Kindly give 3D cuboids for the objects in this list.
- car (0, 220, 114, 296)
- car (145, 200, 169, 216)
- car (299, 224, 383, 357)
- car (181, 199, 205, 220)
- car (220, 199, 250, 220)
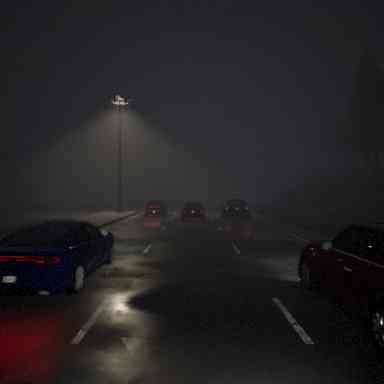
[{"bbox_3d":[-3.400,1.477,8.698,1.882,1.535,5.008,0,0,0],"label":"car"},{"bbox_3d":[-3.403,1.505,32.296,1.837,1.490,4.892,0,0,0],"label":"car"},{"bbox_3d":[3.598,1.353,6.102,2.097,1.767,4.553,0,0,0],"label":"car"},{"bbox_3d":[0.091,1.547,27.899,2.033,1.411,5.357,0,0,0],"label":"car"},{"bbox_3d":[3.588,1.352,28.582,2.097,1.767,4.553,0,0,0],"label":"car"}]
